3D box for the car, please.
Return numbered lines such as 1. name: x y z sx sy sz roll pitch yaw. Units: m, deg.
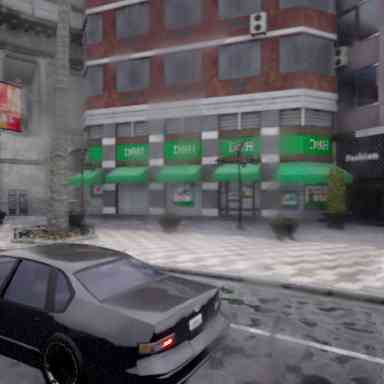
1. car: -2.141 1.517 5.009 5.357 1.411 2.033 0 0 30
